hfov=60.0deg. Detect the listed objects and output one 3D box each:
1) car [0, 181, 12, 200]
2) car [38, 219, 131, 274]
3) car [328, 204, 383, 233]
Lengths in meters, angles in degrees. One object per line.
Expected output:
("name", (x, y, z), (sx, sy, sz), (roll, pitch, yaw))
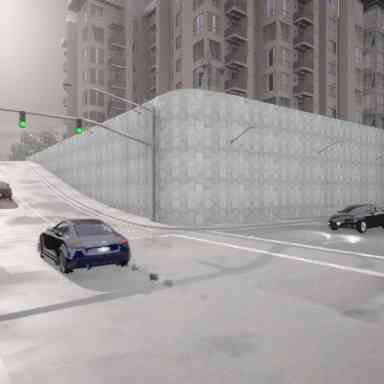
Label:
("car", (-17.943, -0.308, 30.747), (1.882, 1.535, 5.008), (0, 10, -36))
("car", (-3.622, 1.565, 10.835), (1.994, 1.385, 4.181), (0, 0, -36))
("car", (10.057, 1.505, 19.779), (4.892, 1.490, 1.837), (0, 0, -36))
